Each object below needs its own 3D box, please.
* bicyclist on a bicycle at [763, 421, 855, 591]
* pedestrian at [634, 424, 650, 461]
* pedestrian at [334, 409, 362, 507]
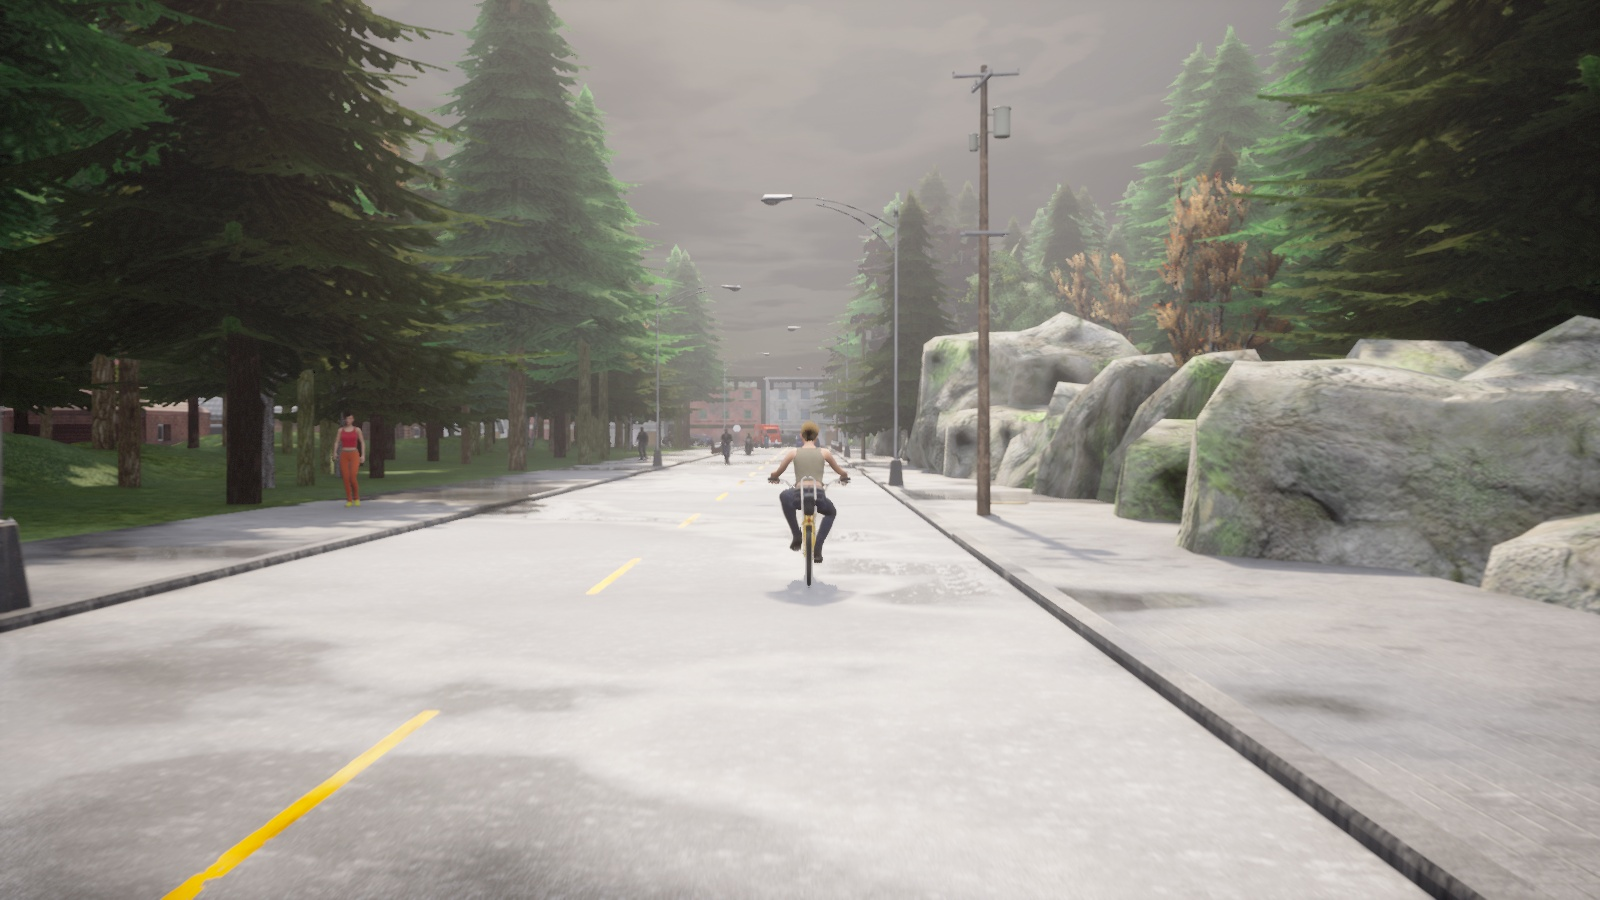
[{"bbox_3d":[0.092,0.519,12.670,0.866,1.612,1.509,0,1,1],"label":"bicyclist on a bicycle"},{"bbox_3d":[-8.238,-0.393,65.568,0.563,1.883,0.849,0,1,17],"label":"pedestrian"},{"bbox_3d":[-8.493,0.145,23.614,0.345,1.836,0.594,0,1,-5],"label":"pedestrian"}]
